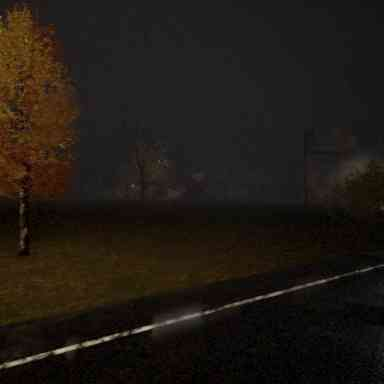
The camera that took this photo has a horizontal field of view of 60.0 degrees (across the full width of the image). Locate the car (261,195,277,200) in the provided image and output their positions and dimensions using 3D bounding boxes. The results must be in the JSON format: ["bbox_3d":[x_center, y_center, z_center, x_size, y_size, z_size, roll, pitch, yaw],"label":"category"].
[{"bbox_3d":[19.727,1.444,85.559,1.994,1.385,4.181,0,0,-36],"label":"car"}]
